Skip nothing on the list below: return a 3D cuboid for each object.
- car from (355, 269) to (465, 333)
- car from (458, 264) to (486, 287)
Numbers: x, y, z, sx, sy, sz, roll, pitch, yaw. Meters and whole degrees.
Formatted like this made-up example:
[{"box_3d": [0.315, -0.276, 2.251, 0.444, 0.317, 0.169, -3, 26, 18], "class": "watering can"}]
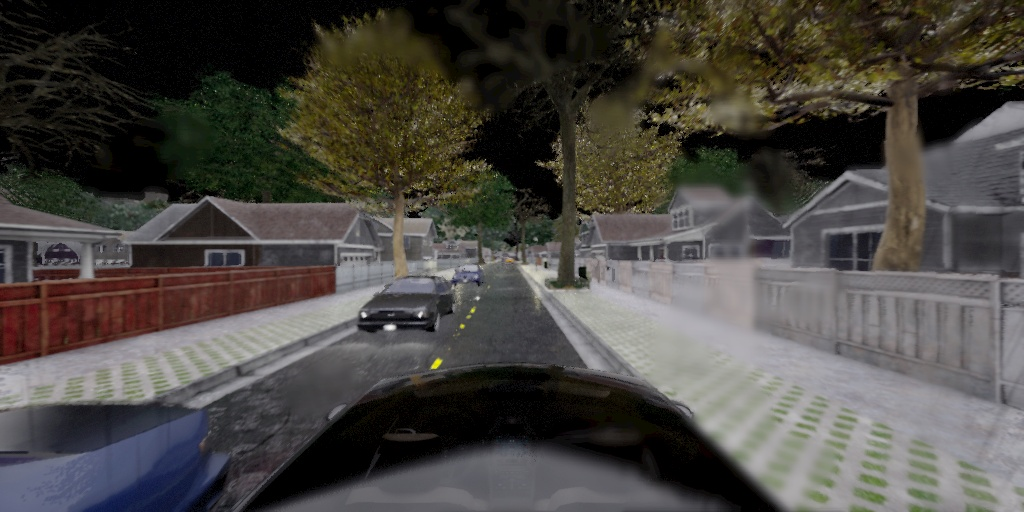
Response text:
[{"box_3d": [-2.900, 1.311, 11.150, 2.033, 1.411, 5.357, 0, 0, 0], "class": "car"}, {"box_3d": [-2.962, 1.291, 25.022, 1.812, 1.442, 4.674, 0, 0, 0], "class": "car"}]
